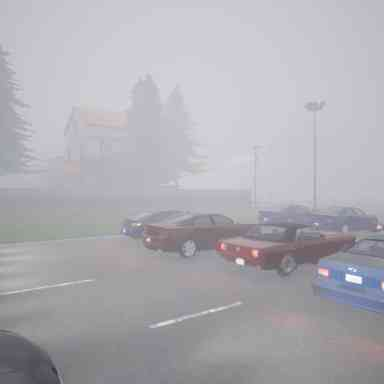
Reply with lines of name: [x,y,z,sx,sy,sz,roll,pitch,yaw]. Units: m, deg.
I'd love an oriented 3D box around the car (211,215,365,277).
car: [3.111,1.601,10.287,4.718,1.301,1.895,0,0,-35]

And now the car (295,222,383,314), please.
car: [4.835,1.547,7.204,5.357,1.411,2.033,0,0,-35]

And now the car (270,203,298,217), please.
car: [6.383,1.478,21.218,5.008,1.535,1.882,0,0,-36]

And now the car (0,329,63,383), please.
car: [-3.154,1.492,1.512,4.902,1.511,2.128,0,0,-35]

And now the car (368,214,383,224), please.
car: [10.526,1.601,15.576,4.718,1.301,1.895,0,0,-36]

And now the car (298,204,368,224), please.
car: [8.326,1.478,18.307,5.008,1.535,1.882,0,0,-36]

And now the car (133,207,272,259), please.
car: [0.538,1.478,12.752,5.008,1.535,1.882,0,0,-35]

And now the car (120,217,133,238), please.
car: [-1.087,1.526,15.885,4.674,1.442,1.812,0,0,-36]
